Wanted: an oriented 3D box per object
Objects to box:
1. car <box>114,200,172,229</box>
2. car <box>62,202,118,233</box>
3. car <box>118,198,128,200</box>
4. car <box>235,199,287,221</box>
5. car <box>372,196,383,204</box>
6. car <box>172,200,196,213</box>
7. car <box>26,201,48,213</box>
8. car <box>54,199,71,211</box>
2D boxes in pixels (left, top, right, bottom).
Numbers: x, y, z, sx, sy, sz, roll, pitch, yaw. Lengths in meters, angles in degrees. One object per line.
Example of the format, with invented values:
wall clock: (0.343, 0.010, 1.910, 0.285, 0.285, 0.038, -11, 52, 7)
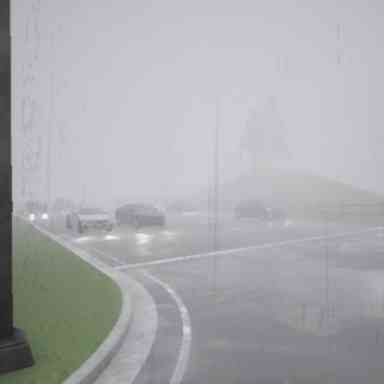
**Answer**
car: (-3.541, 1.527, 22.377, 1.882, 1.535, 5.008, 0, 0, -32)
car: (-6.299, 1.572, 20.190, 1.812, 1.442, 4.674, 0, 0, -32)
car: (-11.090, 1.712, 54.042, 1.994, 1.385, 4.181, 0, 0, -32)
car: (5.617, 1.406, 27.542, 2.097, 1.767, 4.553, 0, 0, -32)
car: (37.284, 1.589, 64.604, 1.882, 1.535, 5.008, 0, 0, -18)
car: (-1.303, 1.643, 38.446, 1.994, 1.385, 4.181, 0, 0, -33)
car: (-18.320, 1.693, 39.177, 1.895, 1.301, 4.718, 0, 0, -32)
car: (-16.510, 1.646, 42.879, 2.033, 1.411, 5.357, 0, 0, -32)
